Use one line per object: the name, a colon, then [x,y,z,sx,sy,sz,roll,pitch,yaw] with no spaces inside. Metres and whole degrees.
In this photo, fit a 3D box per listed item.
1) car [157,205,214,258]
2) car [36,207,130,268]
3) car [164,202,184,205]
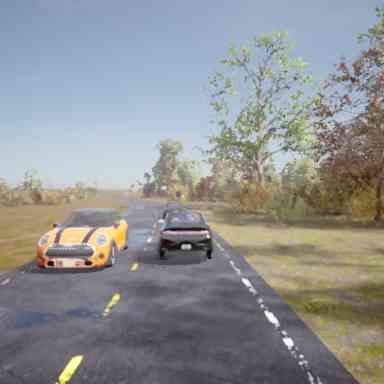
car: [-0.288,1.484,12.688,2.128,1.511,4.902,0,0,-3]
car: [-3.425,1.349,11.233,2.097,1.767,4.553,0,0,-3]
car: [-1.527,1.548,28.882,1.994,1.385,4.181,0,0,-6]
